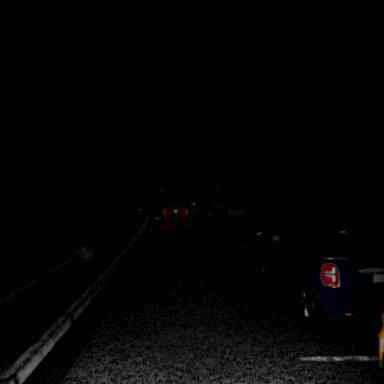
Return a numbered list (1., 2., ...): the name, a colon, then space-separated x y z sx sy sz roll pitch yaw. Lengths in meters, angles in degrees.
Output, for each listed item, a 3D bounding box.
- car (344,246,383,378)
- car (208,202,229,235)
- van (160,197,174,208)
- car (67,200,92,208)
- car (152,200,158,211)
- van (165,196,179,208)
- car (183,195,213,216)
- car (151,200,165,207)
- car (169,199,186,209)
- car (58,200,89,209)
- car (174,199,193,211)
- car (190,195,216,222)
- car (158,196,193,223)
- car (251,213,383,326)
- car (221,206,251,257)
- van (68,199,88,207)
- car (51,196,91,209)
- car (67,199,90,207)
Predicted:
1. car: 3.008 1.478 1.721 2.097 1.535 5.008 0 0 0
2. car: 2.277 1.526 18.474 2.002 1.452 4.674 0 0 -4
3. van: -4.734 1.905 62.335 1.878 1.987 4.442 0 -2 -13
4. car: -25.226 2.675 74.642 5.366 1.575 1.946 0 -2 -17
5. car: -3.736 1.674 42.822 1.882 1.535 5.008 0 -1 -10
6. van: -3.472 1.746 56.944 1.878 1.987 4.442 0 -1 -12
7. car: 0.496 1.310 35.046 2.435 2.045 5.566 0 0 -7
8. car: -7.536 2.469 72.910 2.097 1.535 5.008 0 -2 -16
9. car: -2.319 1.873 51.386 2.002 1.452 4.674 0 -1 -11
10. car: -20.854 2.182 58.725 4.792 1.488 2.163 0 -2 -14
11. car: -1.275 1.760 45.944 2.002 1.452 4.674 0 -1 -10
12. car: 1.204 1.389 29.479 2.185 1.767 4.553 0 0 -6
13. car: -1.361 1.373 25.586 2.097 1.767 4.553 0 0 -6
14. car: 2.889 1.355 7.244 2.185 1.767 4.553 0 0 -1
15. car: 2.631 1.513 12.966 2.163 1.488 4.792 0 0 -3
16. van: -26.358 2.533 77.154 4.442 1.987 1.878 0 -2 -18
17. car: -19.589 1.737 53.418 5.566 2.045 2.435 0 -1 -12
18. car: -28.913 2.732 84.789 5.566 2.045 2.435 0 -2 -20
